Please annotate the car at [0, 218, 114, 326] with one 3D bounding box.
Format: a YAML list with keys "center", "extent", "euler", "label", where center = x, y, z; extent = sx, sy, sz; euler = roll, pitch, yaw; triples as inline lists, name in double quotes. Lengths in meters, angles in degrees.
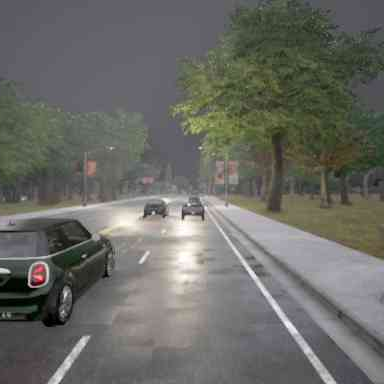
- center: [-3.142, 1.332, 7.178]
  extent: [2.097, 1.767, 4.553]
  euler: [0, 0, 0]
  label: "car"

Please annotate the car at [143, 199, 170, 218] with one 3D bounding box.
- center: [-3.066, 1.408, 28.945]
  extent: [1.837, 1.490, 4.892]
  euler: [0, 0, 0]
  label: "car"

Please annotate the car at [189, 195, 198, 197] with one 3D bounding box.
- center: [0.287, 1.279, 54.089]
  extent: [1.837, 1.490, 4.892]
  euler: [0, 0, 1]
  label: "car"

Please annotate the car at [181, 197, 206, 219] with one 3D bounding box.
- center: [0.113, 1.402, 27.680]
  extent: [2.128, 1.511, 4.902]
  euler: [0, 0, 1]
  label: "car"
